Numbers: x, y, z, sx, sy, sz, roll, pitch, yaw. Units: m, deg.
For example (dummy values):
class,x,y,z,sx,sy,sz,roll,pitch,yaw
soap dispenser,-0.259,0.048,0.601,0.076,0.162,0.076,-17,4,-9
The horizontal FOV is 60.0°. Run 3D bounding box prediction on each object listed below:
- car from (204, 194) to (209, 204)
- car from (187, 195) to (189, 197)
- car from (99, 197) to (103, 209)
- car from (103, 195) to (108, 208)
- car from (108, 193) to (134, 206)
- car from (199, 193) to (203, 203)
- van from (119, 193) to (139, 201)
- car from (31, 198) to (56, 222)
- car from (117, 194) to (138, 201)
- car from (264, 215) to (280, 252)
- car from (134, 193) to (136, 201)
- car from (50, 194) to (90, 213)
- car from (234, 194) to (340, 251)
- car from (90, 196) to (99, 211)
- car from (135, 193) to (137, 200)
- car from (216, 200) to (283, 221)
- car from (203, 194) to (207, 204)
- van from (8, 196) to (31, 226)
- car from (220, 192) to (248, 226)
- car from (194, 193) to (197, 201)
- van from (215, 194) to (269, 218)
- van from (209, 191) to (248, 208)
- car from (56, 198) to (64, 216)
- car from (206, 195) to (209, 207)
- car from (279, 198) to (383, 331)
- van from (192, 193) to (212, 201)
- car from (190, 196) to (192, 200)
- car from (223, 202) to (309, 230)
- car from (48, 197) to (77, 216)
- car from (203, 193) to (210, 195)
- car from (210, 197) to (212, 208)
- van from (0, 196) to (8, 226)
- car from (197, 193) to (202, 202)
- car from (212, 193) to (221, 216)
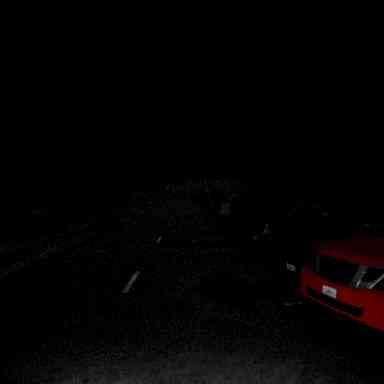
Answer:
class,x,y,z,sx,sy,sz,roll,pitch,yaw
car,4.574,1.446,42.226,5.008,1.535,2.097,1,0,-21
car,1.936,1.429,90.435,4.792,1.488,2.163,1,0,-26
car,-13.612,1.478,39.787,4.892,1.521,2.231,-1,0,-21
car,-13.635,1.349,42.765,4.553,1.767,2.185,-1,0,-21
car,-14.559,1.337,66.446,4.553,1.767,2.185,-1,0,-23
car,4.280,1.432,54.308,5.008,1.535,2.097,1,0,-22
van,-15.913,1.229,84.196,4.442,1.987,1.878,-1,0,-25
car,-13.340,1.480,24.986,5.366,1.575,1.946,-1,0,-20
car,-15.703,1.331,81.210,4.553,1.767,2.185,-1,0,-25
car,4.714,1.504,9.121,4.792,1.488,2.163,1,0,-20
car,-14.776,1.502,69.390,4.674,1.452,2.002,-1,0,-24
car,-13.589,1.229,33.833,5.566,2.045,2.435,-1,0,-20
car,4.708,1.221,12.125,5.566,2.045,2.435,1,0,-20
car,-13.413,1.473,36.888,5.366,1.575,1.946,-1,0,-20
car,-14.990,1.501,72.344,4.674,1.452,2.002,-1,0,-24
car,4.675,1.460,27.166,5.008,1.535,2.097,1,0,-20
car,4.505,1.444,45.244,4.892,1.521,2.231,1,0,-21
van,-13.396,1.261,21.987,4.442,1.987,1.878,-1,0,-20
car,4.734,1.216,18.167,5.566,2.045,2.435,1,0,-20
car,3.874,1.170,63.344,5.566,2.045,2.435,1,0,-23
van,4.554,1.230,30.130,4.442,1.987,1.878,1,0,-20
van,4.520,1.225,36.154,4.442,1.987,1.878,1,0,-21
car,-13.555,1.514,27.882,4.792,1.488,2.163,-1,0,-20
car,4.771,1.448,39.283,5.366,1.575,1.946,1,0,-21
car,4.728,1.226,6.111,5.566,2.045,2.435,1,0,-20
van,2.527,1.175,81.389,4.442,1.987,1.878,1,0,-25
car,2.891,1.407,78.432,4.892,1.521,2.231,1,0,-25
car,4.698,1.465,21.156,5.008,1.535,2.097,1,0,-20
car,-13.517,1.511,30.885,4.792,1.488,2.163,-1,0,-20
car,4.433,1.313,48.263,4.553,1.767,2.185,1,0,-22
car,4.671,1.485,33.200,4.792,1.488,2.163,1,0,-20
van,-13.380,1.262,19.009,4.442,1.987,1.878,-1,0,-20
car,4.050,1.425,60.341,5.008,1.535,2.097,1,0,-23
car,4.711,1.211,24.175,5.566,2.045,2.435,1,0,-20
